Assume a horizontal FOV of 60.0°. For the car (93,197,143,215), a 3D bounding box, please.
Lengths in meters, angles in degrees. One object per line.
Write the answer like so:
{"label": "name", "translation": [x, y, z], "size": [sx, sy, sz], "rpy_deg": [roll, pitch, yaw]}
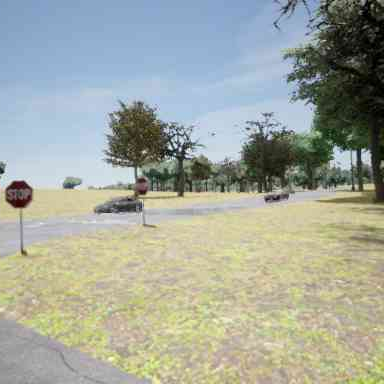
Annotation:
{"label": "car", "translation": [-6.447, 1.237, 29.349], "size": [1.837, 1.490, 4.892], "rpy_deg": [-3, 0, 34]}

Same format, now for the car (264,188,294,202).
{"label": "car", "translation": [10.855, 0.524, 42.223], "size": [1.895, 1.301, 4.718], "rpy_deg": [-3, 0, 34]}

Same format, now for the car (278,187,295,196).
{"label": "car", "translation": [18.774, -0.117, 66.179], "size": [1.994, 1.385, 4.181], "rpy_deg": [-3, 1, 34]}
